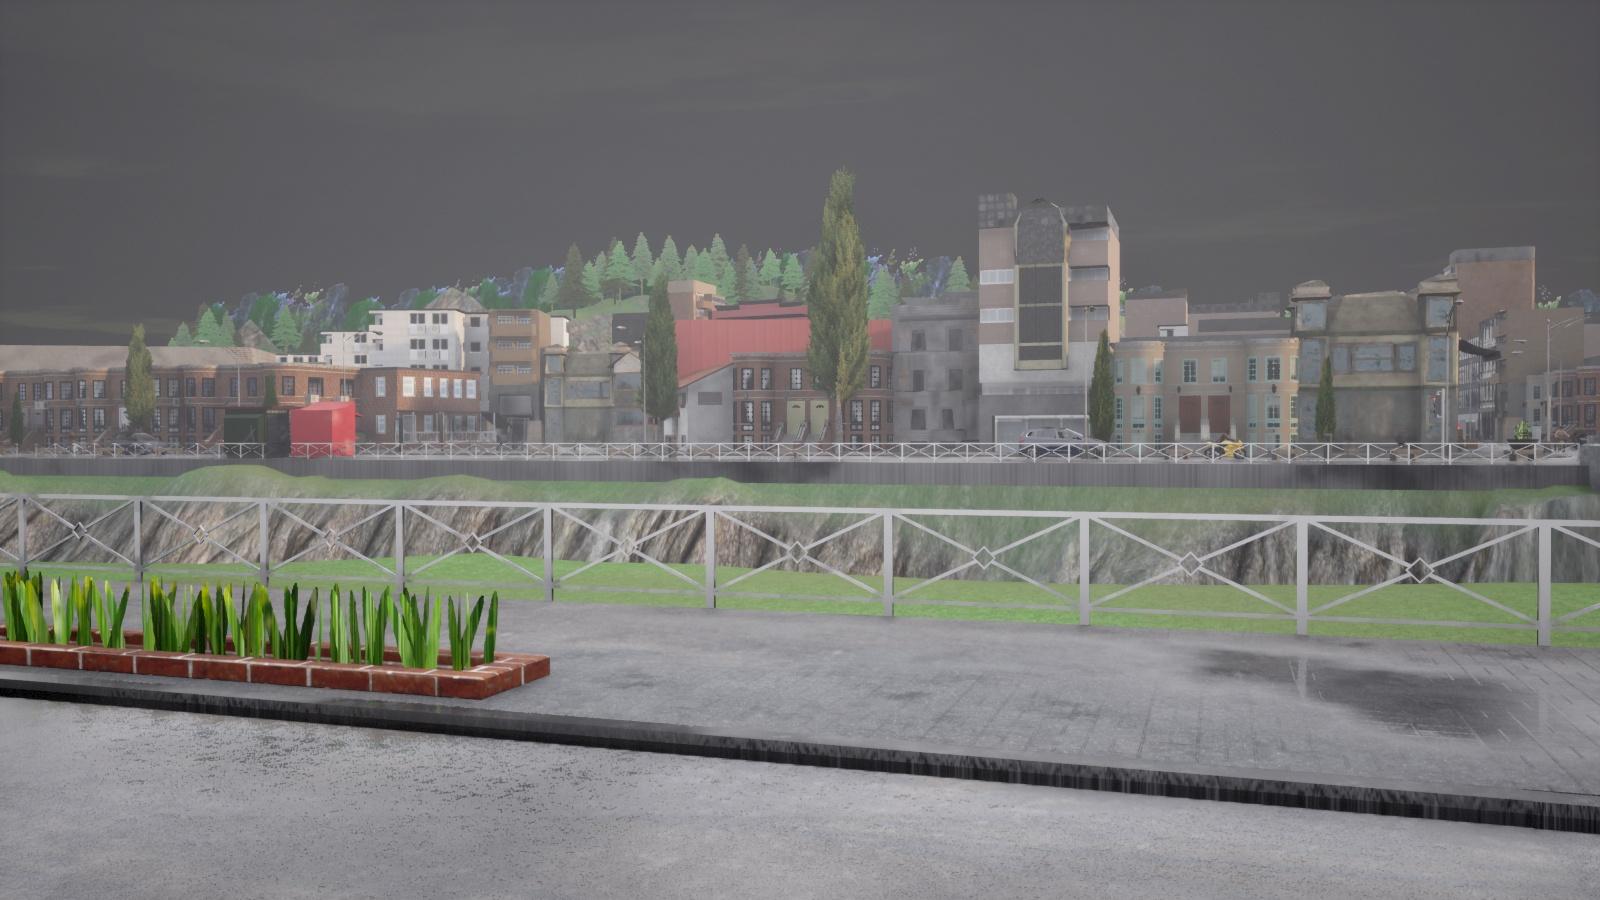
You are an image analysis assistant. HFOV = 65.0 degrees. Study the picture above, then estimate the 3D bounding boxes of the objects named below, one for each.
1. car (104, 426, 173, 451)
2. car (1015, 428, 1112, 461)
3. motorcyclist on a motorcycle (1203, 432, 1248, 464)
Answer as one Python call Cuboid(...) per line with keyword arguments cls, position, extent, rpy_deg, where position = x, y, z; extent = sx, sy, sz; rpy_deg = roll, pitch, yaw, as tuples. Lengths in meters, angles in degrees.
Cuboid(cls="car", position=(-44.058, -0.780, 83.643), extent=(3.988, 1.617, 1.851), rpy_deg=(1, 1, 19))
Cuboid(cls="car", position=(13.497, -0.308, 64.294), extent=(4.611, 1.667, 2.242), rpy_deg=(1, 1, 19))
Cuboid(cls="motorcyclist on a motorcycle", position=(20.933, -0.102, 61.794), extent=(2.044, 1.523, 0.797), rpy_deg=(1, 1, 19))
